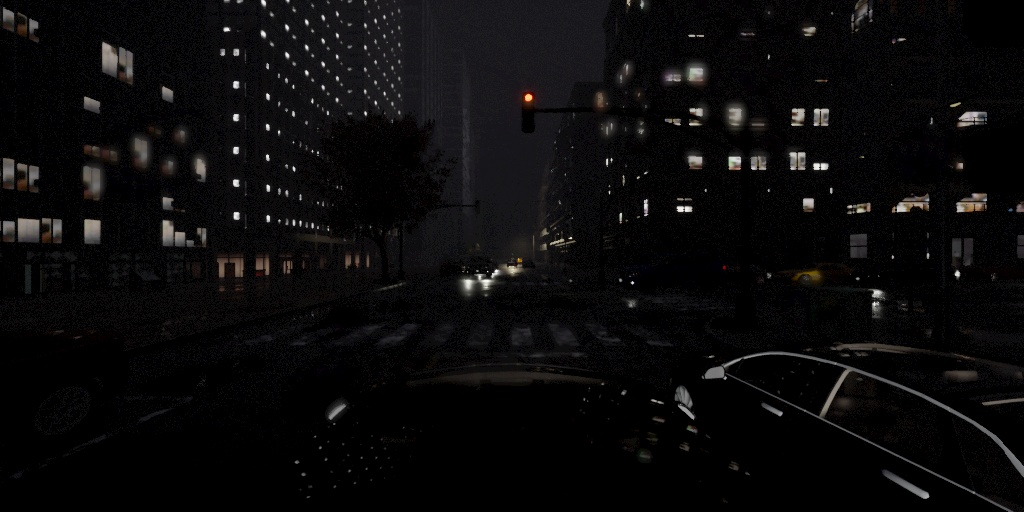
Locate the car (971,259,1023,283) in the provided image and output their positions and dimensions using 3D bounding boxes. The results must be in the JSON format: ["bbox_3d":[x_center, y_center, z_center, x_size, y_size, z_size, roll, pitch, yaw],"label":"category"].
[{"bbox_3d":[30.146,0.859,22.164,4.507,1.381,1.888,0,0,-1],"label":"car"}]

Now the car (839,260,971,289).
[{"bbox_3d":[21.188,0.942,19.487,4.892,1.490,1.837,-1,0,-1],"label":"car"}]

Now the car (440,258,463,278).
[{"bbox_3d":[-5.676,1.079,34.984,2.192,1.841,5.009,0,0,0],"label":"car"}]

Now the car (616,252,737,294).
[{"bbox_3d":[8.438,0.852,19.049,5.566,2.045,2.150,-1,0,-5],"label":"car"}]

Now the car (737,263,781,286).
[{"bbox_3d":[13.444,1.096,22.003,4.403,1.370,2.007,0,0,-1],"label":"car"}]

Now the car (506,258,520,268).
[{"bbox_3d":[0.029,1.285,64.303,2.128,1.511,4.902,0,0,0],"label":"car"}]

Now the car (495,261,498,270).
[{"bbox_3d":[-3.080,1.298,44.491,1.812,1.442,4.674,0,0,0],"label":"car"}]

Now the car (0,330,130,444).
[{"bbox_3d":[-5.692,1.295,2.597,1.888,1.381,4.507,0,0,0],"label":"car"}]

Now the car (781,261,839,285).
[{"bbox_3d":[18.841,0.993,22.055,4.829,1.417,1.751,0,0,-1],"label":"car"}]

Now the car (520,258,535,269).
[{"bbox_3d":[2.717,1.350,57.071,1.948,1.339,4.313,0,0,0],"label":"car"}]

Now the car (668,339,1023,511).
[{"bbox_3d":[2.689,1.300,2.592,2.007,1.370,4.403,0,0,0],"label":"car"}]

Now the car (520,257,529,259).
[{"bbox_3d":[2.719,1.316,62.763,1.751,1.417,4.829,0,0,0],"label":"car"}]

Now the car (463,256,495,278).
[{"bbox_3d":[-3.084,0.986,34.609,2.150,2.045,5.566,0,0,0],"label":"car"}]
